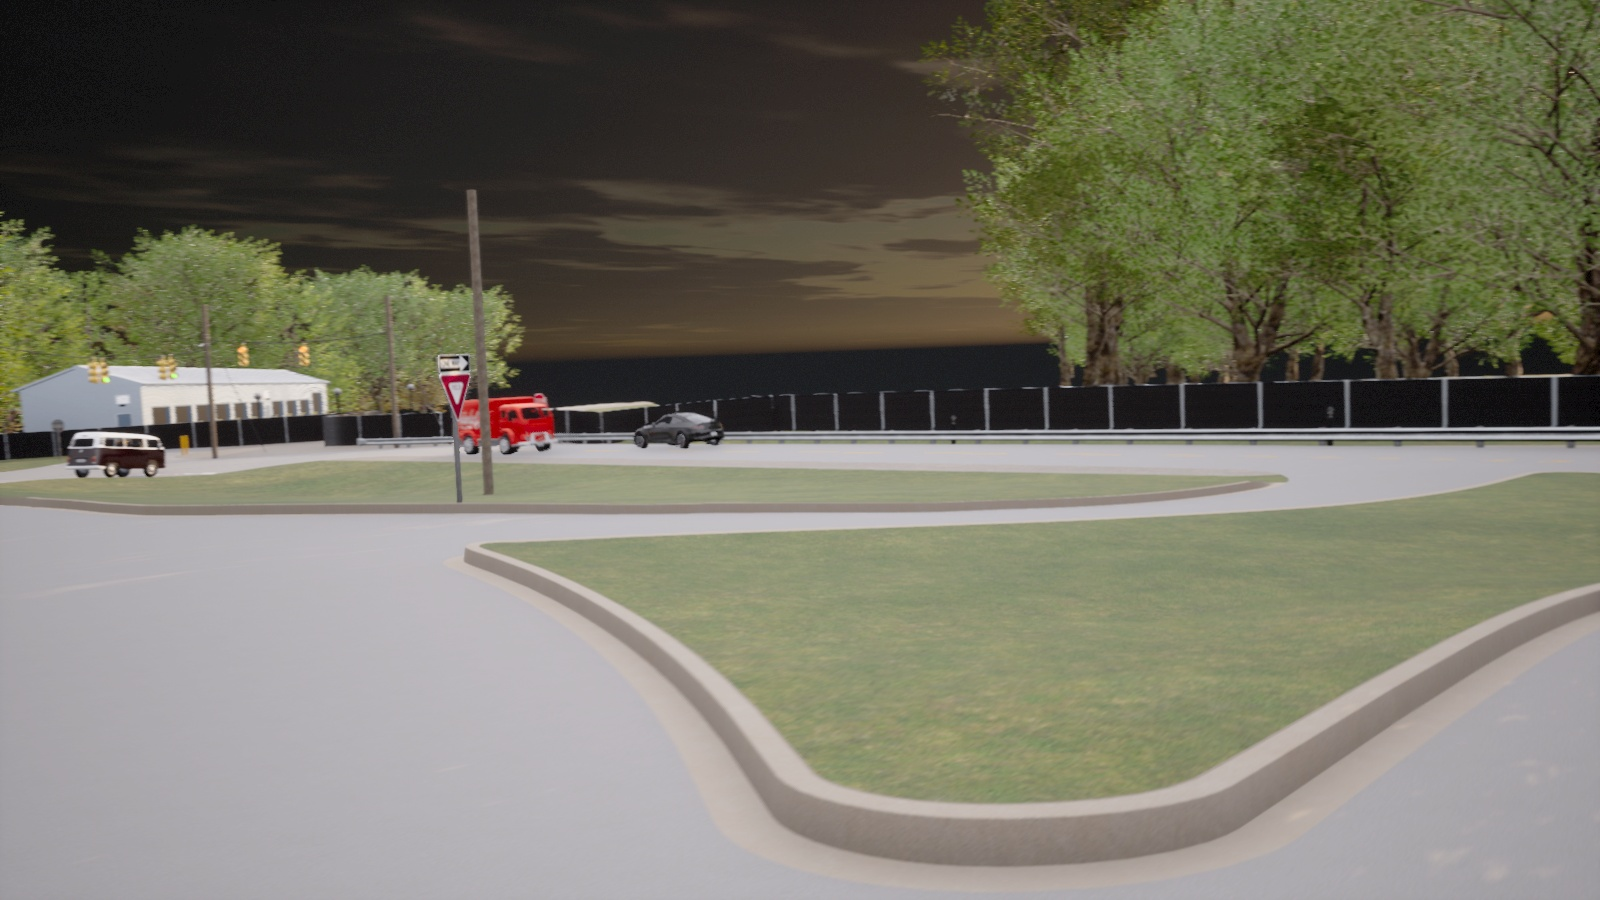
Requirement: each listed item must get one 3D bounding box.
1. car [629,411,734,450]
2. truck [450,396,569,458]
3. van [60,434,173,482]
[{"bbox_3d":[-5.026,-0.789,52.635,1.812,1.442,4.674,-7,5,-43],"label":"car"},{"bbox_3d":[-12.950,-1.007,55.841,2.627,2.467,5.204,-7,5,-45],"label":"truck"},{"bbox_3d":[-31.069,0.385,57.239,2.069,2.038,4.480,-1,-1,13],"label":"van"}]
